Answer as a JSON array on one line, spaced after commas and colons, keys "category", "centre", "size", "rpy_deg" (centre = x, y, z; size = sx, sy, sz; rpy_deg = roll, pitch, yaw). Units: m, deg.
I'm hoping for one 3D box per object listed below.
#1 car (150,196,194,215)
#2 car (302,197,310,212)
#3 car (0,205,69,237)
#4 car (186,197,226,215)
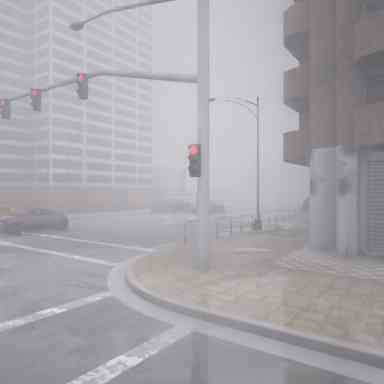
[{"category": "car", "centre": [-2.131, 1.477, 33.857], "size": [1.882, 1.535, 5.008], "rpy_deg": [0, 0, 35]}, {"category": "car", "centre": [14.413, 1.352, 38.755], "size": [2.097, 1.767, 4.553], "rpy_deg": [0, 0, 35]}, {"category": "car", "centre": [-8.915, 1.563, 18.208], "size": [1.994, 1.385, 4.181], "rpy_deg": [0, 0, 35]}, {"category": "car", "centre": [1.706, 1.525, 33.204], "size": [1.812, 1.442, 4.674], "rpy_deg": [0, 0, 35]}]
